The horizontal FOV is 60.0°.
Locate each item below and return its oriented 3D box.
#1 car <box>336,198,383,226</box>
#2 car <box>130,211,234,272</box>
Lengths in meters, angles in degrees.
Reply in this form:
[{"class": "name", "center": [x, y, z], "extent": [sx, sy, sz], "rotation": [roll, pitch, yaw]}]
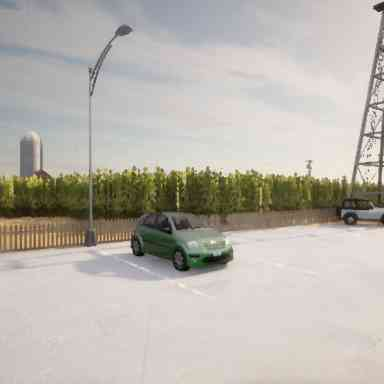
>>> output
[{"class": "car", "center": [11.893, 1.354, 22.668], "extent": [3.866, 1.878, 1.905], "rotation": [0, 0, 23]}, {"class": "car", "center": [-0.453, 1.479, 10.968], "extent": [1.851, 1.617, 3.988], "rotation": [0, 0, -36]}]
